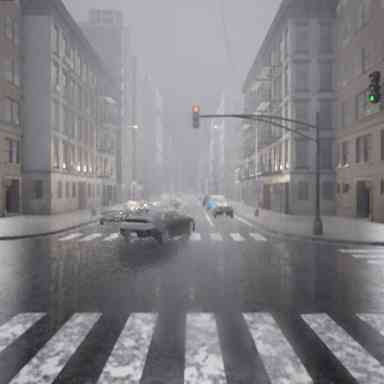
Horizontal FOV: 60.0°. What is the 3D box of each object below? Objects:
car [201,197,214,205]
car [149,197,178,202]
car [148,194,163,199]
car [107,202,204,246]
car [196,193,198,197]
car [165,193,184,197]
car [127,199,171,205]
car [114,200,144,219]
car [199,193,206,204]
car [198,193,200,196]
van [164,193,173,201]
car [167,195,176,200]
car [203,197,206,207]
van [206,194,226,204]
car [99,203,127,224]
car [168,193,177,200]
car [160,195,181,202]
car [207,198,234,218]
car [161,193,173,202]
[{"bbox_3d":[2.643,1.482,56.258,1.947,1.339,4.313,0,0,0],"label":"car"},{"bbox_3d":[-2.847,1.498,33.070,2.033,1.411,5.357,0,0,0],"label":"car"},{"bbox_3d":[-5.413,1.372,45.444,1.967,1.590,4.097,0,0,0],"label":"car"},{"bbox_3d":[-1.418,1.467,15.311,2.128,1.511,4.902,1,0,21],"label":"car"},{"bbox_3d":[2.648,1.421,83.289,1.887,1.381,4.507,0,0,0],"label":"car"},{"bbox_3d":[-2.800,1.398,53.333,1.882,1.535,5.008,0,1,1],"label":"car"},{"bbox_3d":[-2.850,1.457,23.187,2.128,1.511,4.902,0,0,0],"label":"car"},{"bbox_3d":[-5.397,1.481,29.055,1.752,1.417,4.829,0,0,0],"label":"car"},{"bbox_3d":[2.642,1.239,50.851,2.192,1.841,5.009,0,0,0],"label":"car"},{"bbox_3d":[2.645,1.425,67.239,1.752,1.417,4.829,0,0,0],"label":"car"},{"bbox_3d":[-5.445,1.226,77.881,1.690,1.788,3.998,0,0,0],"label":"van"},{"bbox_3d":[-5.456,1.420,88.693,2.008,1.369,4.403,0,0,0],"label":"car"},{"bbox_3d":[2.639,1.522,40.039,1.802,1.307,4.206,0,0,0],"label":"car"},{"bbox_3d":[2.638,1.289,34.633,1.690,1.788,3.998,0,0,0],"label":"van"},{"bbox_3d":[-5.392,1.515,23.819,2.008,1.369,4.403,0,0,0],"label":"car"},{"bbox_3d":[-5.461,1.176,94.099,2.192,1.841,5.009,0,0,0],"label":"car"},{"bbox_3d":[-2.837,1.499,43.084,1.994,1.385,4.181,0,0,1],"label":"car"},{"bbox_3d":[2.637,1.507,29.227,2.008,1.369,4.403,0,0,0],"label":"car"},{"bbox_3d":[-5.440,1.208,72.474,2.192,1.841,5.009,0,0,0],"label":"car"}]
